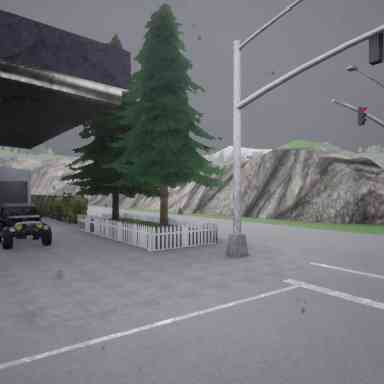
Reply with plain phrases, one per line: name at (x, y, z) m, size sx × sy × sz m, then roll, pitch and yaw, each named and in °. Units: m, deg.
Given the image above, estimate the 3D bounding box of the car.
car at (-8.062, 1.504, 15.793) m, size 1.905 × 1.878 × 3.866 m, roll 0°, pitch 0°, yaw -37°
